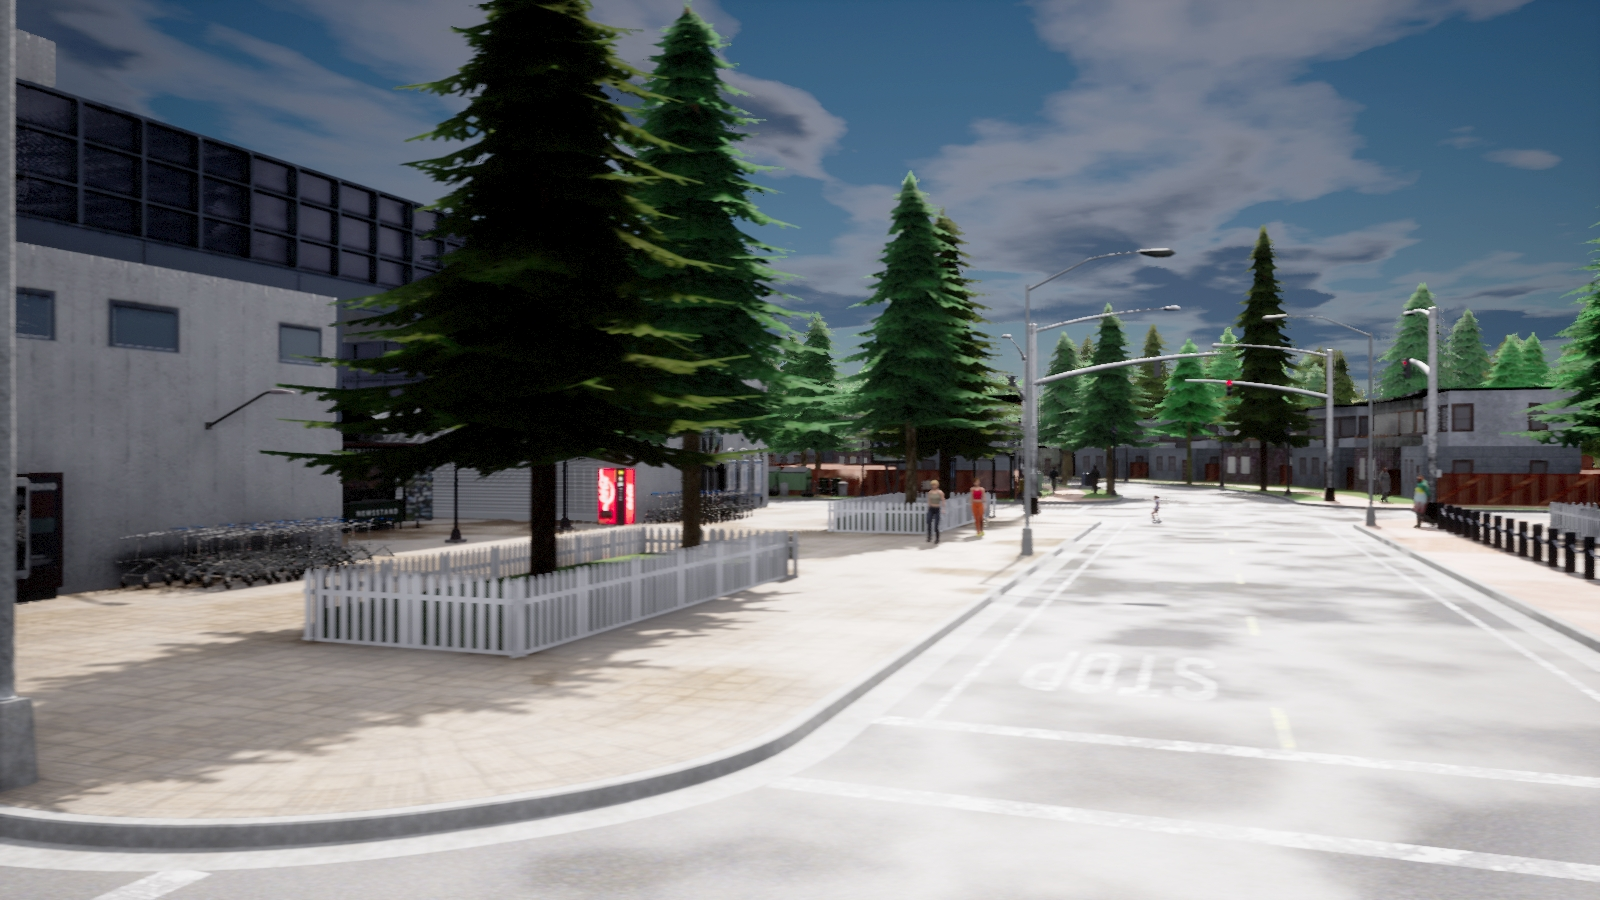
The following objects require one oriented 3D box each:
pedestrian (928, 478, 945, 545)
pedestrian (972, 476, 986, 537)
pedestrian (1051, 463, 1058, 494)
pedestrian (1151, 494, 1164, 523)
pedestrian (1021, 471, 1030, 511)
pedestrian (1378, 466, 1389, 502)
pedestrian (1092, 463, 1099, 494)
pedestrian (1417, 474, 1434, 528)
[{"bbox_3d":[3.861,1.728,32.336,0.375,1.860,0.375,0,0,23],"label":"pedestrian"},{"bbox_3d":[5.508,1.736,35.204,0.375,1.860,0.375,0,0,20],"label":"pedestrian"},{"bbox_3d":[15.482,1.752,69.552,0.375,1.860,0.375,0,0,15],"label":"pedestrian"},{"bbox_3d":[14.081,2.287,44.965,0.500,1.100,0.500,0,0,17],"label":"pedestrian"},{"bbox_3d":[10.552,1.900,53.439,0.375,1.860,0.375,0,0,22],"label":"pedestrian"},{"bbox_3d":[30.024,1.750,58.791,0.375,1.860,0.375,0,0,-12],"label":"pedestrian"},{"bbox_3d":[18.127,1.755,70.151,0.375,1.860,0.375,0,0,19],"label":"pedestrian"},{"bbox_3d":[21.648,1.751,39.544,0.375,1.860,0.375,0,0,7],"label":"pedestrian"}]
